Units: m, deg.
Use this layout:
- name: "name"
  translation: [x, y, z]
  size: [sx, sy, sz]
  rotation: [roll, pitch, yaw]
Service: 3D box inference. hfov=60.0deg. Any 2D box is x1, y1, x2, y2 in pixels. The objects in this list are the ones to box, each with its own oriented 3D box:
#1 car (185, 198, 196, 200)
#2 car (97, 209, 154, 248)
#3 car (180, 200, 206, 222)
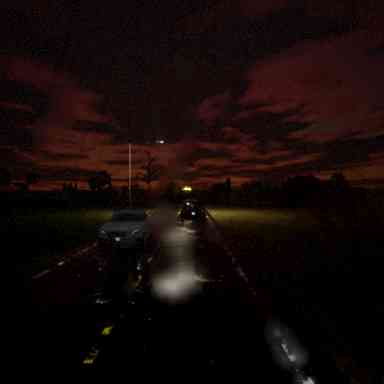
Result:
- name: "car"
  translation: [-0.166, 1.509, 42.913]
  size: [1.812, 1.442, 4.674]
  rotation: [0, 0, -3]
- name: "car"
  translation: [-2.806, 1.528, 14.953]
  size: [1.812, 1.442, 4.674]
  rotation: [0, 0, 0]
- name: "car"
  translation: [0.095, 1.561, 26.617]
  size: [1.994, 1.385, 4.181]
  rotation: [0, 0, 0]
